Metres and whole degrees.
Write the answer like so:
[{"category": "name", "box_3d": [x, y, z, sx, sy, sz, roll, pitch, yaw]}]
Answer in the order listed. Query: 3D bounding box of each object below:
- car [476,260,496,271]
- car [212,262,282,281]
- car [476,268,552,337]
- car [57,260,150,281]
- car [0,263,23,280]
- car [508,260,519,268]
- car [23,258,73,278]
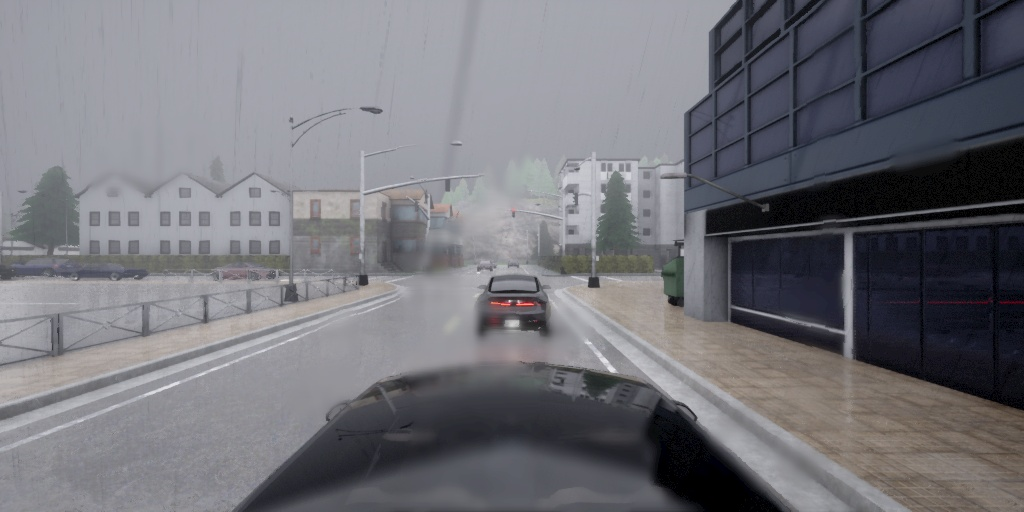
[{"category": "car", "box_3d": [-3.518, 1.276, 47.700, 1.812, 1.442, 4.674, 0, 0, 0]}, {"category": "car", "box_3d": [-19.466, 1.138, 26.458, 4.181, 1.385, 1.994, 0, 0, 0]}, {"category": "car", "box_3d": [0.070, 1.255, 10.298, 1.837, 1.490, 4.892, 0, 0, 1]}, {"category": "car", "box_3d": [-29.902, 1.175, 26.509, 4.718, 1.301, 1.895, 0, 0, 0]}, {"category": "car", "box_3d": [-40.126, 1.174, 26.592, 4.718, 1.301, 1.895, 0, 0, 1]}, {"category": "car", "box_3d": [0.198, 1.351, 61.285, 1.895, 1.301, 4.718, 0, 0, -1]}, {"category": "car", "box_3d": [-39.462, 0.927, 30.244, 4.553, 1.767, 2.097, 0, 0, 0]}]
